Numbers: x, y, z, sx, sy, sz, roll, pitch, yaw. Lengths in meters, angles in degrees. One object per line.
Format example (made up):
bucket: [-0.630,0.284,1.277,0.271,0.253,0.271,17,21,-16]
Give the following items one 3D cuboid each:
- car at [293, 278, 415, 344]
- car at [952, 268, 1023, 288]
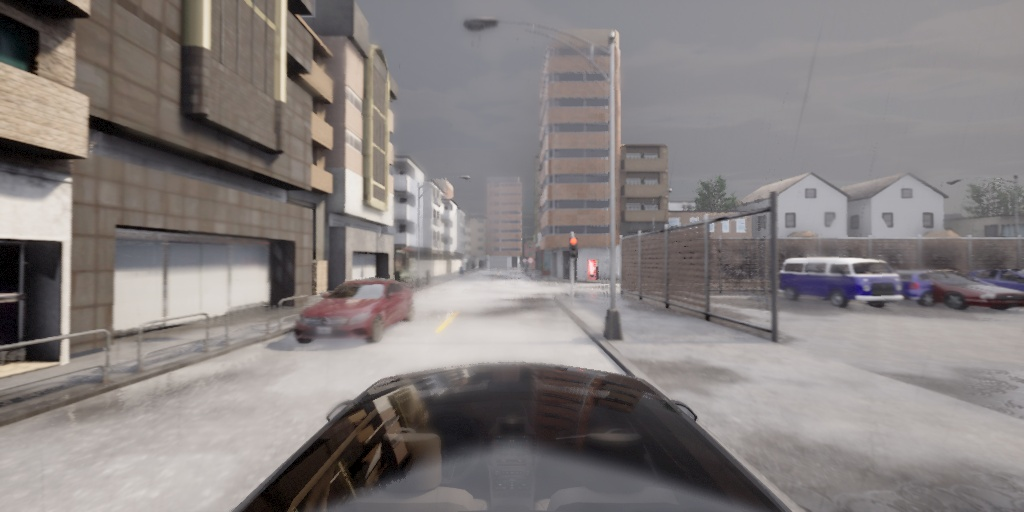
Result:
car: [-4.072,1.386,10.103,1.812,1.442,4.674,0,-1,0]
car: [40.243,1.684,29.874,4.181,1.385,1.994,0,-1,0]
